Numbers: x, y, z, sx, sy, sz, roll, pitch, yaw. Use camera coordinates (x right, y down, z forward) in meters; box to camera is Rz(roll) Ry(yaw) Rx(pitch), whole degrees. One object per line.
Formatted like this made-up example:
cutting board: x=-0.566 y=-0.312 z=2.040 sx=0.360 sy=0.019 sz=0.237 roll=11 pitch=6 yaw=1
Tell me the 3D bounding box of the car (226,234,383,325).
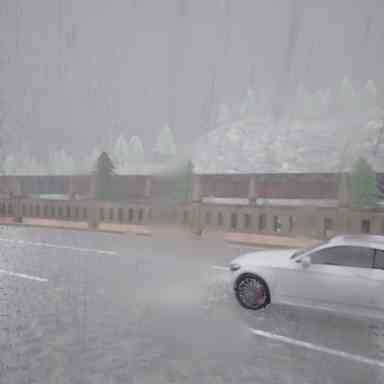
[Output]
car: x=2.885 y=1.498 z=6.019 sx=4.674 sy=1.442 sz=1.812 roll=0 pitch=0 yaw=35
